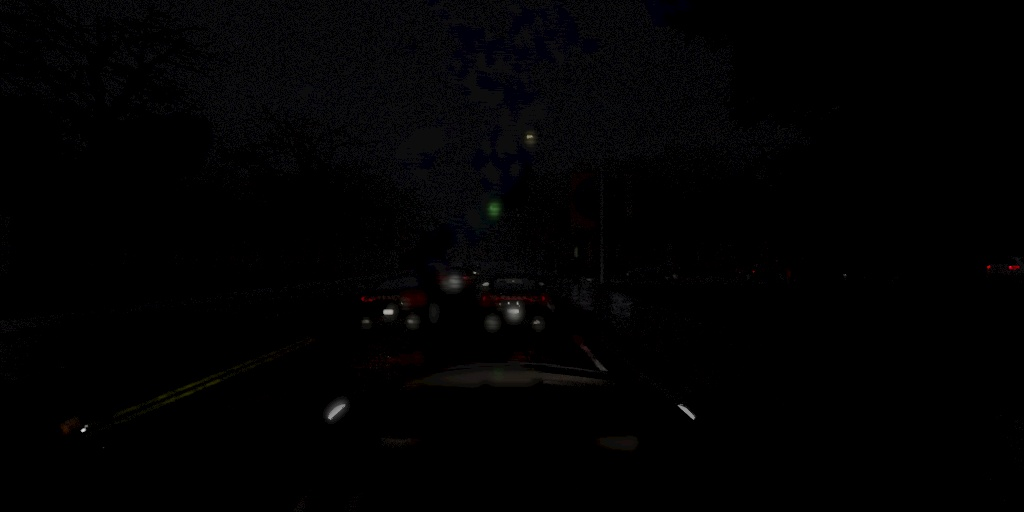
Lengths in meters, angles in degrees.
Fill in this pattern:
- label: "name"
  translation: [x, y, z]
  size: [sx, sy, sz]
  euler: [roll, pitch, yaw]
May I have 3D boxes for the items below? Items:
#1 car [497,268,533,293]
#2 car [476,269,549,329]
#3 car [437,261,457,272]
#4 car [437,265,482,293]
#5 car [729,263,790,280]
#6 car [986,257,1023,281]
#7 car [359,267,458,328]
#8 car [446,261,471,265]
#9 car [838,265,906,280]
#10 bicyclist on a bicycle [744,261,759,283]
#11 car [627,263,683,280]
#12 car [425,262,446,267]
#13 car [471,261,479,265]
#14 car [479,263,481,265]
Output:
- label: "car"
  translation: [0.313, 1.491, 22.832]
  size: [1.895, 1.301, 4.718]
  euler: [0, 0, 6]
- label: "car"
  translation: [0.076, 1.291, 11.610]
  size: [1.882, 1.535, 5.008]
  euler: [0, 0, 0]
- label: "car"
  translation: [-9.944, 1.613, 55.393]
  size: [2.128, 1.511, 4.902]
  euler: [0, 0, 0]
- label: "car"
  translation: [-3.200, 1.448, 22.102]
  size: [1.994, 1.385, 4.181]
  euler: [0, 0, 0]
- label: "car"
  translation: [22.692, 1.402, 32.989]
  size: [5.008, 1.535, 1.882]
  euler: [0, 0, 0]
- label: "car"
  translation: [43.531, 1.116, 30.104]
  size: [5.566, 2.045, 2.150]
  euler: [0, 0, 0]
- label: "car"
  translation: [-3.173, 1.292, 11.660]
  size: [1.882, 1.535, 5.008]
  euler: [0, 0, 0]
- label: "car"
  translation: [-6.687, 1.572, 45.031]
  size: [1.812, 1.442, 4.674]
  euler: [0, 0, 0]
- label: "car"
  translation: [32.996, 1.516, 32.991]
  size: [4.718, 1.301, 1.895]
  euler: [0, 0, 0]
- label: "bicyclist on a bicycle"
  translation: [18.078, 1.197, 27.128]
  size: [0.582, 1.620, 1.656]
  euler: [0, -1, 0]
- label: "car"
  translation: [13.123, 1.427, 32.982]
  size: [4.902, 1.511, 2.128]
  euler: [0, 0, 0]
- label: "car"
  translation: [-9.939, 1.574, 45.286]
  size: [1.812, 1.442, 4.674]
  euler: [0, 0, -1]
- label: "car"
  translation: [-6.701, 1.682, 54.890]
  size: [1.994, 1.385, 4.181]
  euler: [0, 0, 0]
- label: "car"
  translation: [-6.674, 1.719, 65.135]
  size: [1.812, 1.442, 4.674]
  euler: [0, -1, 0]
